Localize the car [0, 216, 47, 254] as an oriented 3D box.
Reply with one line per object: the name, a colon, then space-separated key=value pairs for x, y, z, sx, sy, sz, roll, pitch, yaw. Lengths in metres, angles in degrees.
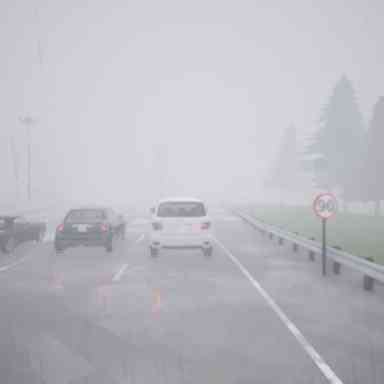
car: x=-7.519 y=1.607 z=13.296 sx=1.895 sy=1.301 sz=4.718 roll=0 pitch=0 yaw=-4

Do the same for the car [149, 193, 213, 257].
car: x=-0.475 y=1.222 z=13.146 sx=2.150 sy=2.045 sz=5.566 roll=0 pitch=0 yaw=-3

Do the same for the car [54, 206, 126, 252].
car: x=-4.064 y=1.354 z=13.999 sx=2.097 sy=1.767 sz=4.553 roll=0 pitch=0 yaw=-4
